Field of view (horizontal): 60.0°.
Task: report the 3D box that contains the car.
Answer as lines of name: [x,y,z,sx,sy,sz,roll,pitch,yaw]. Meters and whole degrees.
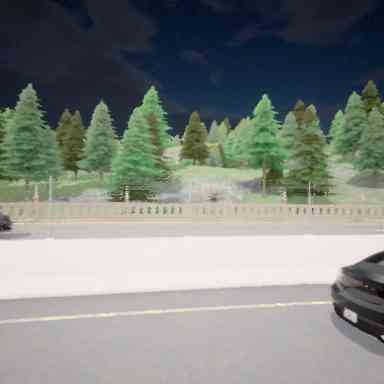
car: [4.724,1.592,5.298,4.892,1.490,1.837,1,-1,-9]
